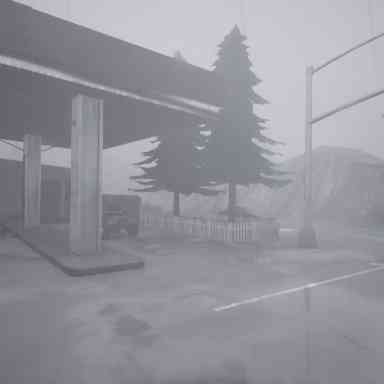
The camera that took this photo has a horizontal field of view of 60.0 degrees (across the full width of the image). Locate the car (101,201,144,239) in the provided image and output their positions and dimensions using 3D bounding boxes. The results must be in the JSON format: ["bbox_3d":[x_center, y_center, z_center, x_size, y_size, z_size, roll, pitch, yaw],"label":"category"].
[{"bbox_3d":[-4.534,1.446,18.268,1.905,1.878,3.866,1,0,-36],"label":"car"}]

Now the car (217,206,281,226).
[{"bbox_3d":[4.053,1.801,25.045,2.033,1.411,5.357,1,0,-35],"label":"car"}]

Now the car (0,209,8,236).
[{"bbox_3d":[-11.665,1.520,18.470,2.242,1.667,4.611,1,0,-36],"label":"car"}]

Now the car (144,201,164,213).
[{"bbox_3d":[-5.142,1.747,38.078,1.895,1.301,4.718,1,0,-35],"label":"car"}]
